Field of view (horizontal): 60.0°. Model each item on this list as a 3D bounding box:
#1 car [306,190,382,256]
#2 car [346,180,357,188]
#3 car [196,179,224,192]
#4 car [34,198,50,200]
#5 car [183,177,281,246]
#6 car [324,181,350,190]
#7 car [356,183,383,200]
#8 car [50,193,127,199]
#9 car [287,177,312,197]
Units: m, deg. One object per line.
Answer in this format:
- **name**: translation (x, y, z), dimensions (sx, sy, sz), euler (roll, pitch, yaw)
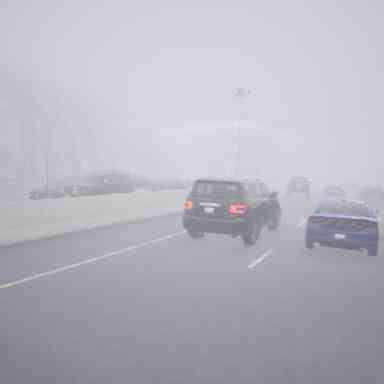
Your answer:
- **car**: translation (5.030, 0.928, 11.053), dimensions (1.882, 1.535, 5.008), euler (3, 4, 26)
- **car**: translation (29.707, -1.490, 62.526), dimensions (1.882, 1.535, 5.008), euler (2, 3, 13)
- **car**: translation (2.349, -0.904, 41.249), dimensions (2.033, 1.411, 5.357), euler (3, 4, 18)
- **car**: translation (-8.935, -0.090, 22.808), dimensions (1.994, 1.385, 4.181), euler (3, 4, 25)
- **car**: translation (1.679, 0.516, 12.022), dimensions (2.150, 2.045, 5.566), euler (3, 4, 26)
- **car**: translation (15.009, -0.159, 35.114), dimensions (1.994, 1.385, 4.181), euler (3, 4, 19)
- **car**: translation (18.307, -0.035, 33.953), dimensions (1.812, 1.442, 4.674), euler (3, 4, 19)
- **car**: translation (-5.824, -0.244, 21.139), dimensions (2.150, 2.045, 5.566), euler (3, 4, 25)
- **car**: translation (11.139, -0.578, 34.590), dimensions (2.150, 2.045, 5.566), euler (3, 4, 19)
